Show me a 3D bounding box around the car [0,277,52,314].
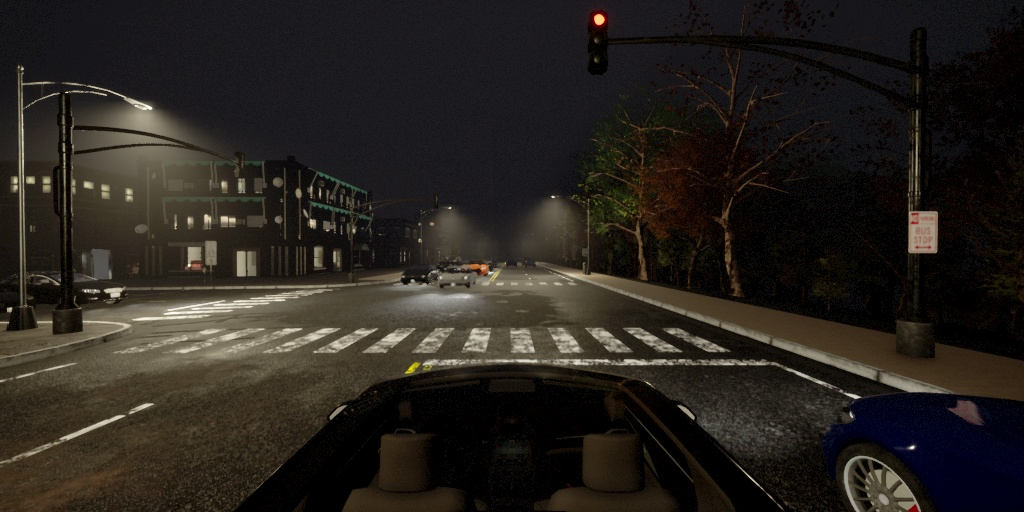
[{"bbox_3d":[-19.973,1.564,12.833,4.313,1.339,1.948,0,0,0],"label":"car"}]

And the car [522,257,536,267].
[{"bbox_3d":[3.212,1.274,63.678,2.033,1.411,5.357,0,0,0],"label":"car"}]

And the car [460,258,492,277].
[{"bbox_3d":[-3.424,1.090,34.843,2.097,1.767,4.553,0,0,0],"label":"car"}]

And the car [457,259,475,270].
[{"bbox_3d":[-6.710,1.223,52.999,2.128,1.511,4.902,0,0,0],"label":"car"}]

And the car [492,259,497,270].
[{"bbox_3d":[-3.455,1.222,47.637,2.128,1.511,4.902,0,0,0],"label":"car"}]

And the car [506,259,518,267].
[{"bbox_3d":[-0.050,1.251,64.488,1.812,1.442,4.674,0,0,0],"label":"car"}]

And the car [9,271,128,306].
[{"bbox_3d":[-19.654,1.459,15.540,4.902,1.511,2.128,-1,1,0],"label":"car"}]

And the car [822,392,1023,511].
[{"bbox_3d":[3.358,1.276,0.873,1.812,1.442,4.674,0,0,1],"label":"car"}]

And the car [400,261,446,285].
[{"bbox_3d":[-6.656,1.290,26.686,2.033,1.411,5.357,0,0,0],"label":"car"}]

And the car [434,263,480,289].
[{"bbox_3d":[-3.399,1.345,22.906,1.895,1.301,4.718,0,0,0],"label":"car"}]

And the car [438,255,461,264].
[{"bbox_3d":[-6.682,0.959,38.939,2.150,2.045,5.566,0,0,0],"label":"car"}]
